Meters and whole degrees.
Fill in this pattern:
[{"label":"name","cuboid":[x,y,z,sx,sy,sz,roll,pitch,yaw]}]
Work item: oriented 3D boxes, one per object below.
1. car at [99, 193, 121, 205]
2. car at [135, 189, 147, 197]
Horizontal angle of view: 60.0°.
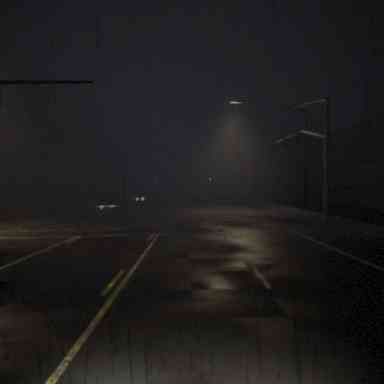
[{"label":"car","cuboid":[-10.511,0.863,43.001,2.033,1.411,5.357,0,1,0]},{"label":"car","cuboid":[-10.517,0.230,69.035,2.128,1.511,4.902,0,1,0]}]
